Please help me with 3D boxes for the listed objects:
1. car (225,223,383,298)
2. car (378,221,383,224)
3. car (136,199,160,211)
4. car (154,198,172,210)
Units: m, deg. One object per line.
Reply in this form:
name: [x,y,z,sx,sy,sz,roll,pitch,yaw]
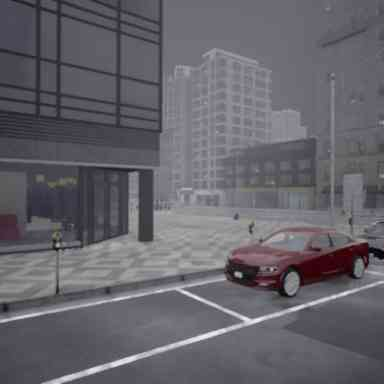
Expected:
car: [2.865,1.612,8.692,4.507,1.381,1.887,1,-1,-35]
car: [7.462,1.685,11.967,4.313,1.339,1.947,1,-1,-35]
car: [-7.655,2.398,55.322,1.812,1.442,4.674,0,-1,-35]
car: [-5.758,2.128,58.292,2.150,2.045,5.566,0,-1,-35]
